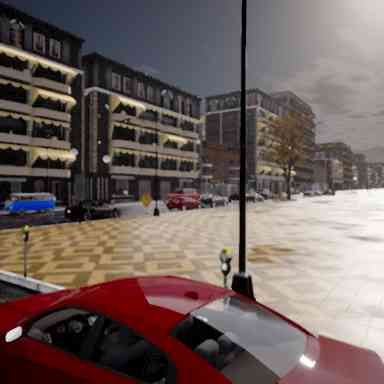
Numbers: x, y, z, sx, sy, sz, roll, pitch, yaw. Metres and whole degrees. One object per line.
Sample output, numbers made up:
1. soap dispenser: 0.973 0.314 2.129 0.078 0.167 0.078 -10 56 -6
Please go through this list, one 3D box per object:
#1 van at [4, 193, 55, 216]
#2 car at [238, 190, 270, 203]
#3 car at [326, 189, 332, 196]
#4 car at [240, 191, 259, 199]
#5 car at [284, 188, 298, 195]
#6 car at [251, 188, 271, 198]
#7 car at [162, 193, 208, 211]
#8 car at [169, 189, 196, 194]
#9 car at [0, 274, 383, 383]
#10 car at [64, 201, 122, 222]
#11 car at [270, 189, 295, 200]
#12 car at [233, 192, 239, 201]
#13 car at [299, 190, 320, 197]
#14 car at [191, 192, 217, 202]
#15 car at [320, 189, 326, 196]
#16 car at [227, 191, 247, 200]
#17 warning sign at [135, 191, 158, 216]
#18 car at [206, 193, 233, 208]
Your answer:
1. van: -13.923 1.010 28.682 1.690 1.788 3.998 2 2 35
2. car: 8.795 0.859 46.834 2.008 1.369 4.403 2 2 35
3. car: 34.118 0.061 83.487 1.967 1.590 4.097 2 2 35
4. car: 11.300 0.501 65.202 1.752 1.417 4.829 2 2 35
5. car: 24.060 -0.055 83.664 2.192 1.841 5.009 2 2 35
6. car: 14.565 0.202 69.919 2.192 1.841 5.009 2 2 35
7. car: -0.701 1.115 33.087 1.887 1.381 4.507 2 2 35
8. car: -1.414 0.626 42.245 2.150 2.045 5.566 1 1 35
9. car: -0.605 1.542 3.296 4.507 1.381 1.887 0 1 35
10. car: -7.031 1.311 23.925 1.947 1.339 4.313 2 2 35
11. car: 15.223 0.658 56.138 1.752 1.417 4.829 2 2 35
12. car: 6.918 0.780 48.787 1.837 1.490 4.892 1 1 35
13. car: 24.622 0.428 69.745 2.008 1.369 4.403 2 2 35
14. car: 1.901 0.783 51.597 2.008 1.369 4.403 2 2 35
15. car: 27.787 0.343 74.325 2.008 1.369 4.403 2 2 35
16. car: 8.231 0.625 60.761 1.947 1.339 4.313 2 2 35
17. warning sign: -3.415 0.836 25.014 1.300 1.860 1.060 0 0 35
18. car: 2.465 1.033 37.670 2.008 1.369 4.403 2 2 35
